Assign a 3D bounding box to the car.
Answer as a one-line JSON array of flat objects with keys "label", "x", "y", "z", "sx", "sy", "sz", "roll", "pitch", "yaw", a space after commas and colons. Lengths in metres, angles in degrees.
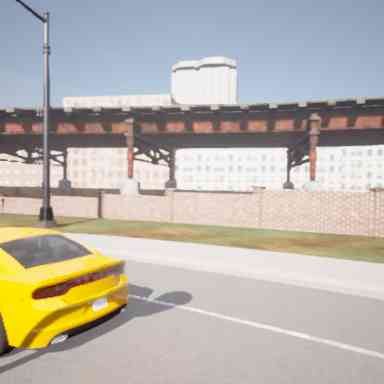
[{"label": "car", "x": -3.403, "y": 1.366, "z": 5.839, "sx": 5.008, "sy": 1.535, "sz": 1.882, "roll": 1, "pitch": 1, "yaw": 30}]
